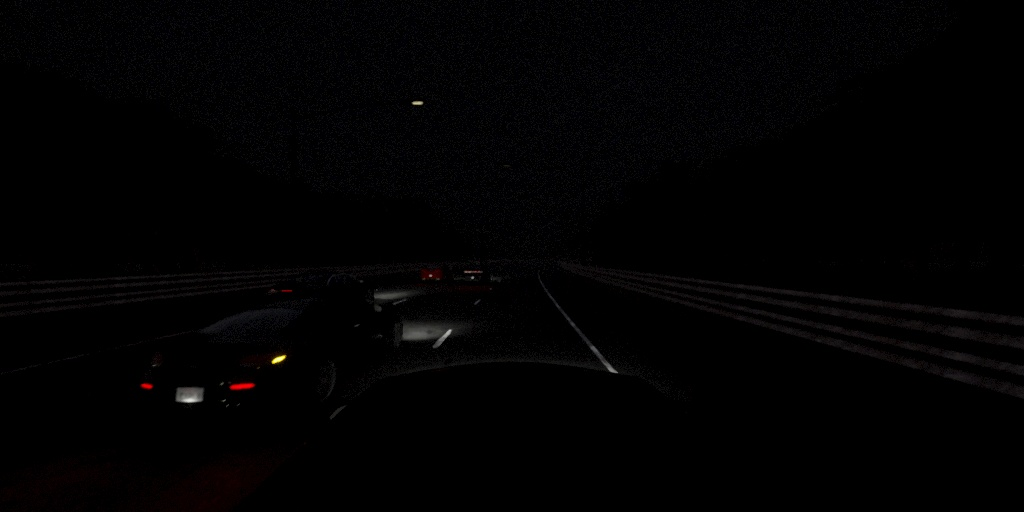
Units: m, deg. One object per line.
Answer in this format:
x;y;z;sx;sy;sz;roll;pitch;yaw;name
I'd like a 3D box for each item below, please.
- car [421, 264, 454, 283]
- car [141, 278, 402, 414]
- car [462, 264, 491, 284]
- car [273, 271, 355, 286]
-6.202;1.380;30.252;1.882;1.535;5.008;0;0;3;car
-3.368;1.297;6.081;1.812;1.442;4.674;0;0;1;car
-2.773;1.390;28.600;2.128;1.511;4.902;0;0;2;car
-6.762;1.300;13.205;2.128;1.511;4.902;0;0;1;car
